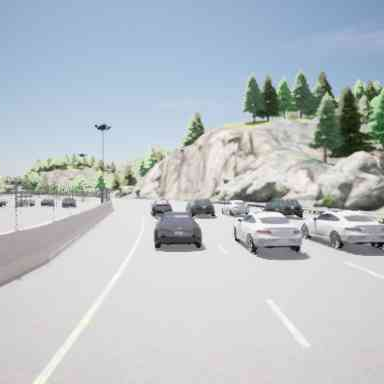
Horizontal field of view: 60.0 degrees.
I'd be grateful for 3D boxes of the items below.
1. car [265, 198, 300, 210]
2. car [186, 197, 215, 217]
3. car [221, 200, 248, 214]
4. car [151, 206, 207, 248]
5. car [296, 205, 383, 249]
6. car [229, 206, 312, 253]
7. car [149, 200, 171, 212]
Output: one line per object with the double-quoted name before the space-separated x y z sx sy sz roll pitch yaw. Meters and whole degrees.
"car" 8.039 1.346 29.793 2.097 1.767 4.553 0 0 -9
"car" 0.699 1.362 31.238 2.097 1.767 4.553 0 0 -10
"car" 4.140 1.529 31.892 1.812 1.442 4.674 0 0 -10
"car" -0.699 1.571 15.001 1.994 1.385 4.181 0 0 -5
"car" 6.391 1.518 14.352 1.812 1.442 4.674 0 0 -4
"car" 2.944 1.525 13.615 1.812 1.442 4.674 0 0 -4
"car" -3.016 1.510 32.185 2.128 1.511 4.902 0 0 -10
